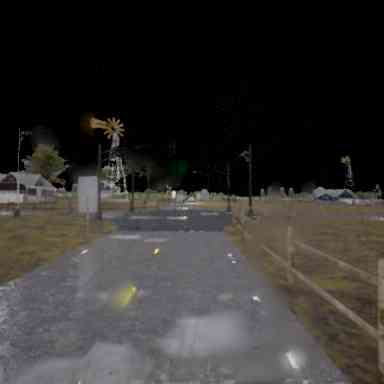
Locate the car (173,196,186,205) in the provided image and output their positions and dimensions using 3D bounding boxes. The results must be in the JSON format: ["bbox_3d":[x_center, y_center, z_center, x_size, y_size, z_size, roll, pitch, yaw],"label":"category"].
[{"bbox_3d":[-2.777,1.945,66.971,2.033,1.411,5.357,0,0,0],"label":"car"}]

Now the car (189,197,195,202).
[{"bbox_3d":[-0.027,2.065,94.866,1.812,1.442,4.674,0,-1,0],"label":"car"}]

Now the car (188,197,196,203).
[{"bbox_3d":[-0.026,2.110,84.391,2.033,1.411,5.357,0,-1,0],"label":"car"}]
